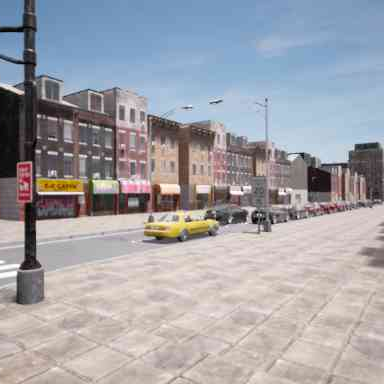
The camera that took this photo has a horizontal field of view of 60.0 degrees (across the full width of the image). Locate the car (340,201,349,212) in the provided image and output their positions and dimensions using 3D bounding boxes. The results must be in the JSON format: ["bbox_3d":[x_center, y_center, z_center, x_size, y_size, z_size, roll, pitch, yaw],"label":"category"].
[{"bbox_3d":[19.114,1.791,44.231,1.967,1.590,4.097,-1,-1,35],"label":"car"}]

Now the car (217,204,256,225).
[{"bbox_3d":[2.863,1.665,25.696,1.837,1.490,4.892,-1,-1,35],"label":"car"}]

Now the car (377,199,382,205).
[{"bbox_3d":[45.159,2.468,80.929,2.008,1.369,4.403,-2,-2,35],"label":"car"}]

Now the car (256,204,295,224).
[{"bbox_3d":[6.093,1.723,25.877,1.947,1.339,4.313,-1,-1,35],"label":"car"}]

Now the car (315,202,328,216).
[{"bbox_3d":[12.604,1.829,35.053,1.802,1.307,4.206,-1,-1,35],"label":"car"}]

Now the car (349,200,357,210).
[{"bbox_3d":[22.371,1.959,48.817,2.008,1.369,4.403,-1,-1,35],"label":"car"}]

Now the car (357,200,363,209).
[{"bbox_3d":[25.626,2.020,53.405,2.008,1.369,4.403,-1,-1,35],"label":"car"}]

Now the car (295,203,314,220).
[{"bbox_3d":[9.348,1.751,30.465,2.008,1.369,4.403,-1,-1,35],"label":"car"}]

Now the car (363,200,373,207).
[{"bbox_3d":[32.138,2.154,62.581,2.008,1.369,4.403,-1,-2,35],"label":"car"}]

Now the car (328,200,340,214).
[{"bbox_3d":[15.859,1.842,39.641,1.887,1.381,4.507,-1,-1,35],"label":"car"}]

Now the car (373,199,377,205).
[{"bbox_3d":[35.393,2.219,67.167,1.887,1.381,4.507,-1,-2,35],"label":"car"}]

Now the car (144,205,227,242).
[{"bbox_3d":[-0.321,1.606,16.840,1.752,1.417,4.829,-1,-1,35],"label":"car"}]
